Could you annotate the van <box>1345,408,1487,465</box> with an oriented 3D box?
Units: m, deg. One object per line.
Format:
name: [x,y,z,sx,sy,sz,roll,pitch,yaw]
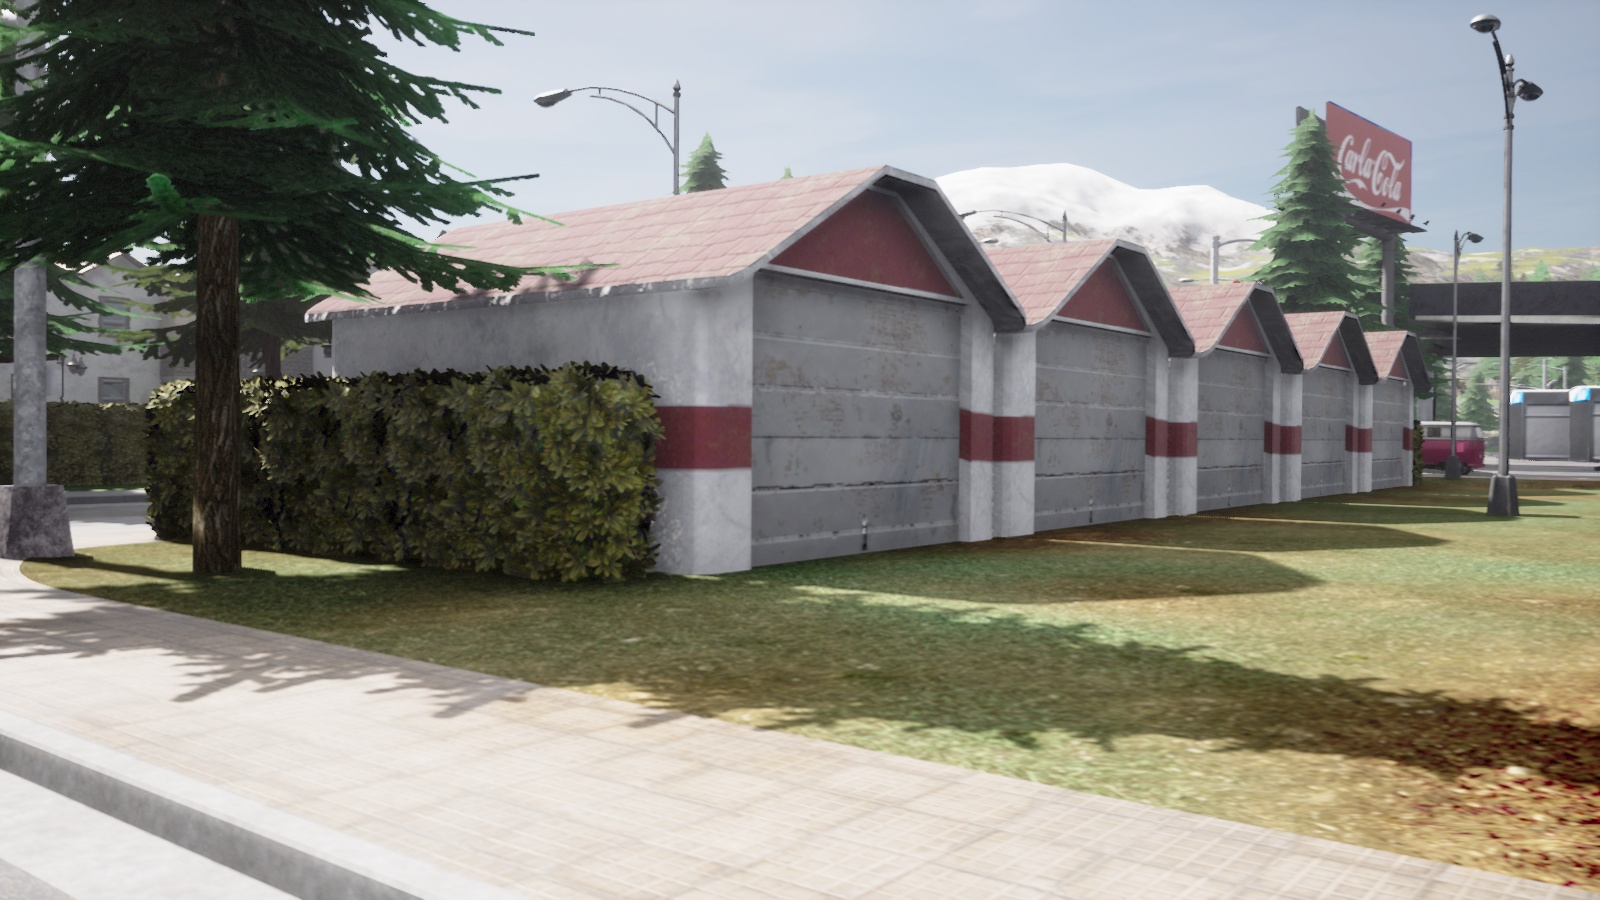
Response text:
van: [22.703,-0.497,46.358,4.442,1.987,1.775,0,1,37]
